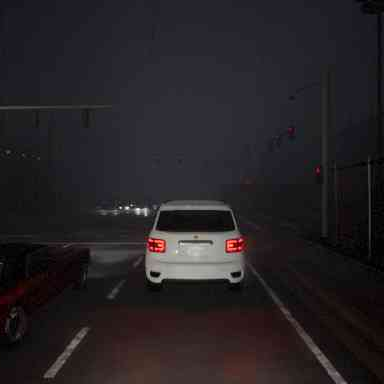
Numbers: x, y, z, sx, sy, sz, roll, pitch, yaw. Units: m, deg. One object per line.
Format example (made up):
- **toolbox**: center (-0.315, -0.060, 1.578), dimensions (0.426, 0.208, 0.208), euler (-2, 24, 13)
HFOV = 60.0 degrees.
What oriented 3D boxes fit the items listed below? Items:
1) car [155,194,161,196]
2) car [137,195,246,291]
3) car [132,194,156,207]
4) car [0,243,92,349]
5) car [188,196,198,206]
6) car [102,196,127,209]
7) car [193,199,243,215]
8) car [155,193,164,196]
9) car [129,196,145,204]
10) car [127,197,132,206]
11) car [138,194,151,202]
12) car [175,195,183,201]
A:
- **car**: center (-6.981, 1.525, 58.275), dimensions (1.812, 1.442, 4.674), euler (0, 0, 0)
- **car**: center (0.087, 1.221, 9.132), dimensions (2.150, 2.045, 5.566), euler (0, 0, 0)
- **car**: center (-7.008, 1.491, 49.016), dimensions (2.128, 1.511, 4.902), euler (0, 0, 0)
- **car**: center (-3.433, 1.601, 6.207), dimensions (1.895, 1.301, 4.718), euler (0, 0, 1)
- **car**: center (0.177, 1.525, 57.597), dimensions (1.812, 1.442, 4.674), euler (0, 0, 0)
- **car**: center (-10.522, 1.352, 44.627), dimensions (2.097, 1.767, 4.553), euler (0, 0, 0)
- **car**: center (2.737, 1.522, 35.173), dimensions (4.902, 1.511, 2.128), euler (0, 1, 31)
- **car**: center (-6.889, 1.221, 68.988), dimensions (2.150, 2.045, 5.566), euler (0, 0, 0)
- **car**: center (-10.449, 1.491, 63.171), dimensions (2.128, 1.511, 4.902), euler (0, 0, 1)
- **car**: center (-10.504, 1.491, 53.780), dimensions (2.128, 1.511, 4.902), euler (0, 0, 0)
- **car**: center (-10.382, 1.354, 73.220), dimensions (2.097, 1.767, 4.553), euler (0, 0, 0)
- **car**: center (-3.361, 1.540, 86.071), dimensions (2.033, 1.411, 5.357), euler (0, 0, 0)
